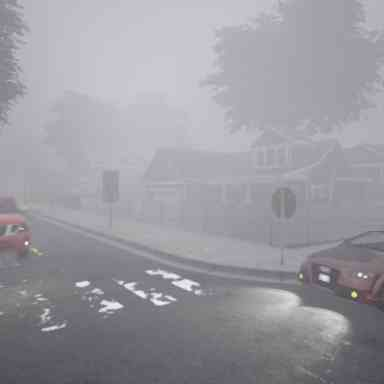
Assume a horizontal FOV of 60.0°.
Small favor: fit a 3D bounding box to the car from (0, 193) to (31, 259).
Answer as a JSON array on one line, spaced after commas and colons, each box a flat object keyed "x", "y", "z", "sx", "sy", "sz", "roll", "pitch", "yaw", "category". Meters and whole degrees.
[{"x": -7.130, "y": 1.065, "z": 11.503, "sx": 2.150, "sy": 2.045, "sz": 5.566, "roll": 0, "pitch": 1, "yaw": -35, "category": "car"}]

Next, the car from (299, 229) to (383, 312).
[{"x": 4.535, "y": 1.572, "z": 7.490, "sx": 4.181, "sy": 1.385, "sz": 1.994, "roll": 0, "pitch": 0, "yaw": -22, "category": "car"}]
